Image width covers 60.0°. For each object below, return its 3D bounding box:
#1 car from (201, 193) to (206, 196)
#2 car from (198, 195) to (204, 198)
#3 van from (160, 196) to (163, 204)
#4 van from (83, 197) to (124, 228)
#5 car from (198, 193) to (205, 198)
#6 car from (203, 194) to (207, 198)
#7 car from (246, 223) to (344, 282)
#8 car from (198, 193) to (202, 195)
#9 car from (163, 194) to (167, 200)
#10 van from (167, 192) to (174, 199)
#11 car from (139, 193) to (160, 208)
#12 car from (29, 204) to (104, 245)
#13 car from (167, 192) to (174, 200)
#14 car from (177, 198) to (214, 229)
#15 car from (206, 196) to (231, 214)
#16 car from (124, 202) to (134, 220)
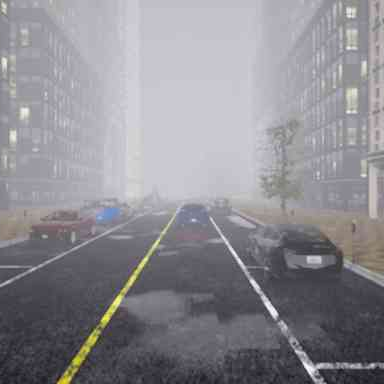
[{"bbox_3d":[2.673,1.251,49.417,1.752,1.417,4.829,0,0,0],"label":"car"},{"bbox_3d":[0.083,1.389,38.566,1.895,1.301,4.718,0,0,0],"label":"car"},{"bbox_3d":[-5.706,1.068,49.257,1.690,1.788,3.998,0,0,0],"label":"van"},{"bbox_3d":[-5.694,1.229,20.797,1.690,1.788,3.998,0,0,0],"label":"van"},{"bbox_3d":[2.654,1.008,94.781,2.008,1.369,4.403,0,0,0],"label":"car"},{"bbox_3d":[2.676,1.342,43.555,1.802,1.307,4.206,0,0,0],"label":"car"},{"bbox_3d":[2.690,1.516,9.404,1.947,1.339,4.313,0,0,0],"label":"car"},{"bbox_3d":[2.662,1.000,77.705,1.967,1.590,4.097,0,0,0],"label":"car"},{"bbox_3d":[-5.710,1.260,54.951,1.947,1.339,4.313,0,0,0],"label":"car"},{"bbox_3d":[-5.723,0.833,89.101,1.690,1.788,3.998,0,0,0],"label":"van"},{"bbox_3d":[-5.704,1.200,43.565,1.967,1.590,4.097,0,0,0],"label":"car"},{"bbox_3d":[-5.693,1.464,15.105,1.887,1.381,4.507,0,0,0],"label":"car"},{"bbox_3d":[-5.719,1.086,77.547,1.752,1.417,4.829,0,0,0],"label":"car"},{"bbox_3d":[0.092,1.367,20.542,1.882,1.535,5.008,0,0,0],"label":"car"},{"bbox_3d":[2.681,1.265,32.170,1.967,1.590,4.097,0,0,0],"label":"car"},{"bbox_3d":[-5.698,1.439,26.490,1.802,1.307,4.206,0,0,0],"label":"car"}]
